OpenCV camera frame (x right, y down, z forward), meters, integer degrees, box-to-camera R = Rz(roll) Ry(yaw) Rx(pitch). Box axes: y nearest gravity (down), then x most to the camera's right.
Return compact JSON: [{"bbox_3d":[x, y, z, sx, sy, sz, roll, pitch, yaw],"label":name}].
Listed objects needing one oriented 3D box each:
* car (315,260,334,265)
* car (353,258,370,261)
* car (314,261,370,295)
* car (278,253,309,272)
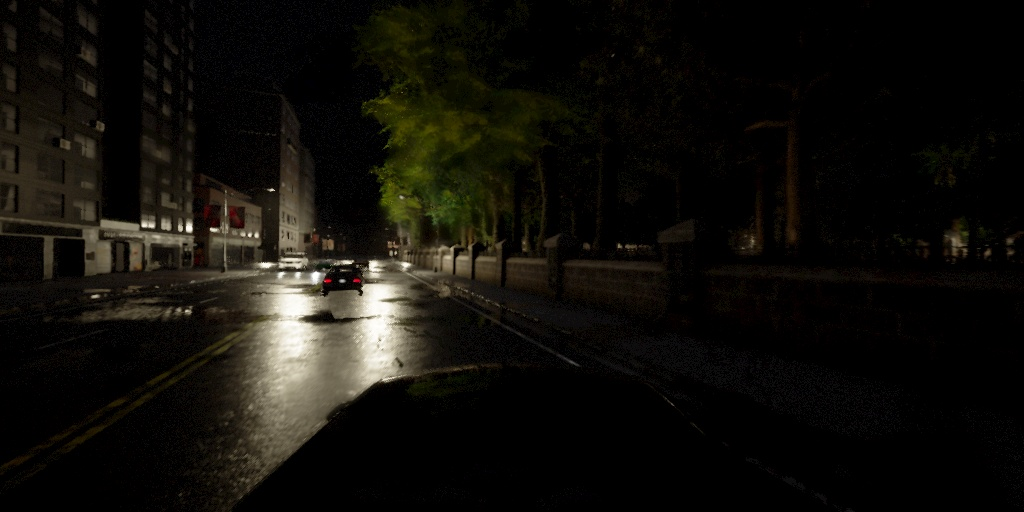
[{"bbox_3d":[-20.449,1.059,39.507,1.895,1.301,4.718,1,0,-21],"label":"car"},{"bbox_3d":[-19.153,0.954,45.626,1.882,1.535,5.008,1,0,-21],"label":"car"},{"bbox_3d":[-8.573,1.168,18.531,2.033,1.411,5.357,1,0,-21],"label":"car"},{"bbox_3d":[-23.925,0.636,39.512,2.150,2.045,5.566,1,0,-21],"label":"car"}]
